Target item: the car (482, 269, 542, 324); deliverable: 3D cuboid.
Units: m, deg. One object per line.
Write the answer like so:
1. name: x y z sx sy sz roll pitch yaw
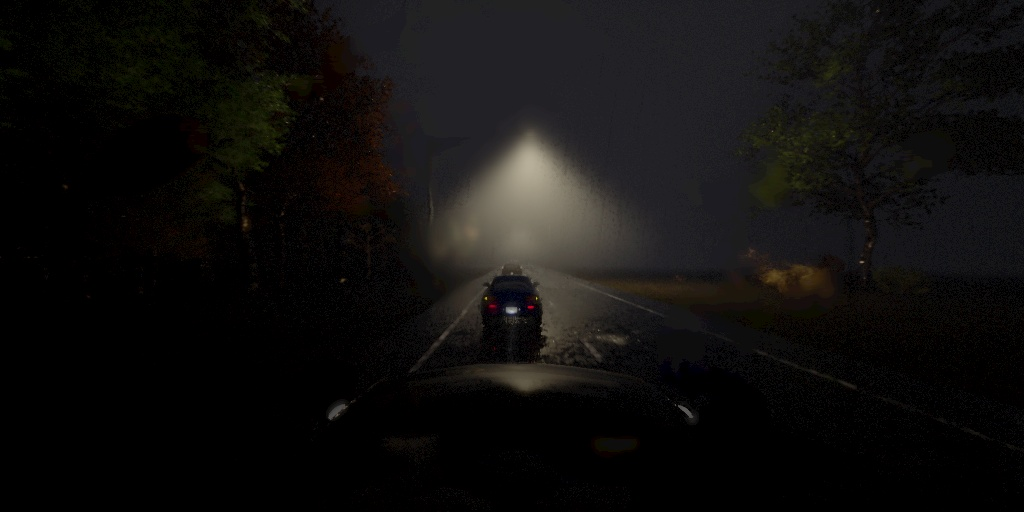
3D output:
1. car: 0.001 1.348 12.264 1.812 1.442 4.674 0 0 0

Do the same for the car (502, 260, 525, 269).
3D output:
1. car: -0.003 1.456 35.318 1.882 1.535 5.008 0 -1 0
